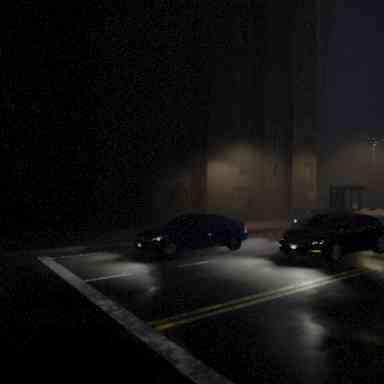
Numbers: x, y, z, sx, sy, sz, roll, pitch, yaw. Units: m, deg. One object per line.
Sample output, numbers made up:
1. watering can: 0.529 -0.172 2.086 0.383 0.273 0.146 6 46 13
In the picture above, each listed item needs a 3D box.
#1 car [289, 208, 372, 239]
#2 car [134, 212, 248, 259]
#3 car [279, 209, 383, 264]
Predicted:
1. car: 7.548 1.596 17.940 4.718 1.301 1.895 0 0 -35
2. car: 0.117 1.523 12.673 4.674 1.442 1.812 0 0 -35
3. car: 5.219 1.502 12.000 4.892 1.490 1.837 0 0 -35
